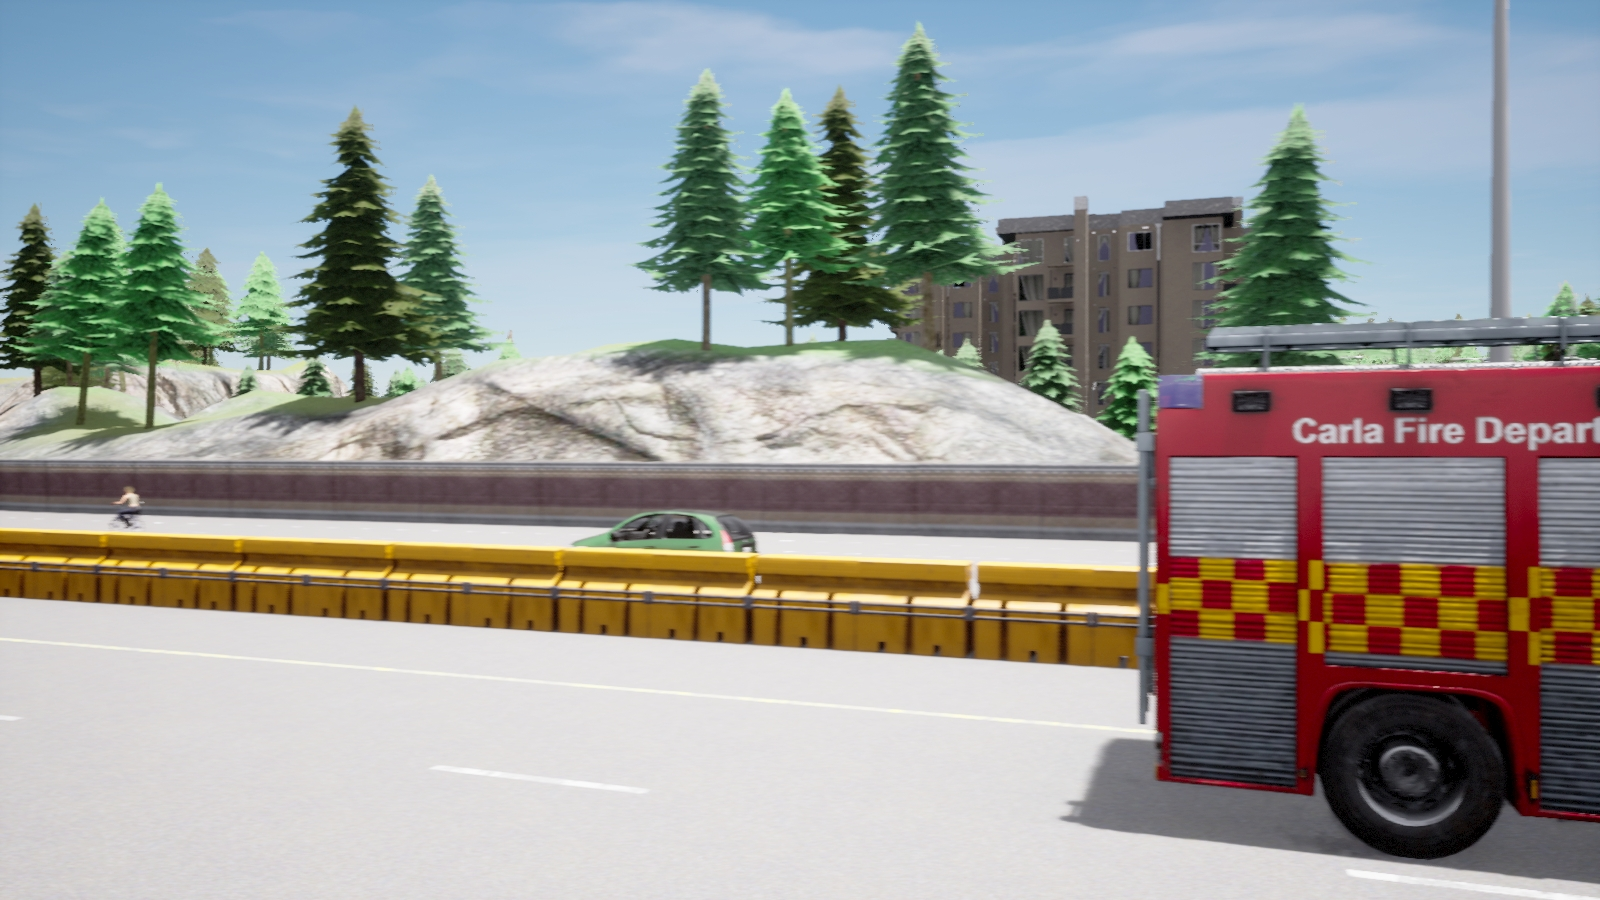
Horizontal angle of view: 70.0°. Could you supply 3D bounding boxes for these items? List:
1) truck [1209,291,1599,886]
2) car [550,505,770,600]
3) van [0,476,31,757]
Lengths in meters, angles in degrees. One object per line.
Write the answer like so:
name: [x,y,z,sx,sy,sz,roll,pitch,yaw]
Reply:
truck: [7.395,0.892,8.069,8.468,3.827,2.891,0,0,20]
car: [-2.792,1.993,22.940,3.988,1.617,1.851,0,0,20]
van: [-10.340,1.527,10.781,5.915,2.561,1.988,0,0,20]
